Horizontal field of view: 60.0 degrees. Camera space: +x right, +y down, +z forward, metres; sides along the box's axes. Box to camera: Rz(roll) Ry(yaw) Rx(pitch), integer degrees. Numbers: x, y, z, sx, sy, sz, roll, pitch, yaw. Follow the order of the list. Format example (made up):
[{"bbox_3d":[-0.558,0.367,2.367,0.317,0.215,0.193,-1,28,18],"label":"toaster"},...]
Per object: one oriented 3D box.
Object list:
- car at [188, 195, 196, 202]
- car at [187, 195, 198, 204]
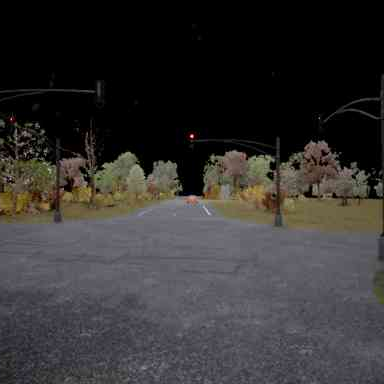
[{"bbox_3d":[0.078,1.446,77.912,1.812,1.442,4.674,0,0,0],"label":"car"},{"bbox_3d":[0.068,1.421,67.877,2.097,1.767,4.553,0,0,0],"label":"car"}]
